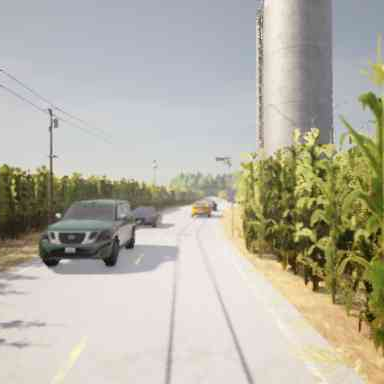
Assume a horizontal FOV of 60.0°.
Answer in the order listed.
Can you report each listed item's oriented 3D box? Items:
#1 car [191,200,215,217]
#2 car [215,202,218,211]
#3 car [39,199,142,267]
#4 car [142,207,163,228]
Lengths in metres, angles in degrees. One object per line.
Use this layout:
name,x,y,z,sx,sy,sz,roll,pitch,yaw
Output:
car,0.996,1.687,33.816,1.882,1.535,5.008,0,0,6
car,2.484,1.827,45.393,2.033,1.411,5.357,0,0,8
car,-3.439,1.303,12.136,2.150,2.045,5.566,0,0,0
car,-3.243,1.714,23.213,1.994,1.385,4.181,0,0,4
